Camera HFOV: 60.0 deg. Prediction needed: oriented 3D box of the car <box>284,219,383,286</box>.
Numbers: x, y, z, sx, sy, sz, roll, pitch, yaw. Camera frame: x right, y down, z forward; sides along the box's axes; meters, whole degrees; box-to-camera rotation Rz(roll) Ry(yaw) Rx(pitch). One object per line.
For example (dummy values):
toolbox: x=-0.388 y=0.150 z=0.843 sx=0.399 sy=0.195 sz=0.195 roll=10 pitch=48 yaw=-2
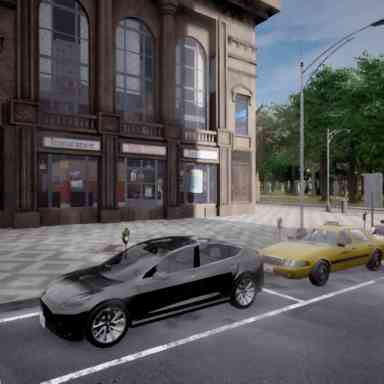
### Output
car: x=3.793 y=1.525 z=9.363 sx=4.829 sy=1.417 sz=1.752 roll=0 pitch=0 yaw=-36

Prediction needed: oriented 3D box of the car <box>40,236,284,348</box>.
car: x=-0.494 y=1.566 z=6.301 sx=4.313 sy=1.339 sz=1.947 roll=0 pitch=0 yaw=-36
